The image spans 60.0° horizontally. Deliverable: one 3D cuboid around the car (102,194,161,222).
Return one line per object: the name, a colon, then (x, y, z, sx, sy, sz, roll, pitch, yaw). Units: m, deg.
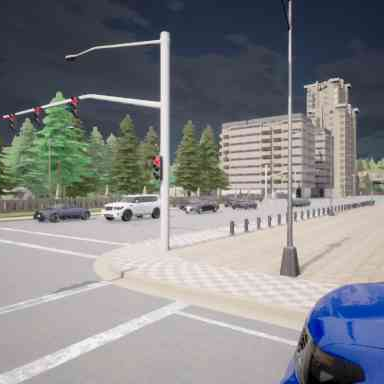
car: (-4.706, 1.221, 27.203, 2.150, 2.045, 5.566, 0, 0, 35)

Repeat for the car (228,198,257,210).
car: (6.884, 1.564, 43.426, 1.994, 1.385, 4.181, 0, 0, 36)

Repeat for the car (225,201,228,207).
car: (6.465, 1.564, 48.835, 1.994, 1.385, 4.181, 0, 0, 36)

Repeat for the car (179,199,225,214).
car: (1.058, 1.491, 35.283, 2.128, 1.511, 4.902, 0, 0, 36)

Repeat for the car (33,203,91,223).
car: (-9.999, 1.564, 25.809, 1.994, 1.385, 4.181, 0, 0, 35)

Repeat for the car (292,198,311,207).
car: (16.758, 1.564, 50.937, 1.994, 1.385, 4.181, 0, 0, 35)

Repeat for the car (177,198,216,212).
car: (0.641, 1.547, 40.726, 2.033, 1.411, 5.357, 0, 0, 36)

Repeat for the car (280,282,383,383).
car: (3.299, 1.221, 1.613, 5.566, 2.045, 2.150, 0, 0, 36)
